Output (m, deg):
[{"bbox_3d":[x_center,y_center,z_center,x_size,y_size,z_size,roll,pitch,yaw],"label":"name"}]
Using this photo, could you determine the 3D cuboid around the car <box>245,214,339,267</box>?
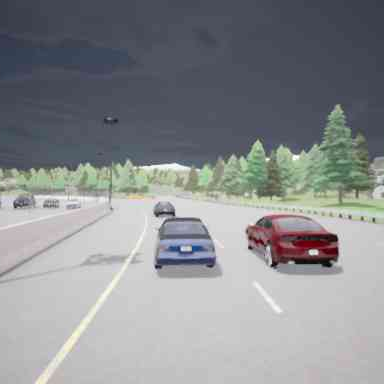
[{"bbox_3d":[3.152,1.487,11.465,1.882,1.535,5.008,0,0,-3],"label":"car"}]

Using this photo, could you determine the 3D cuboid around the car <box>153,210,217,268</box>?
[{"bbox_3d":[-0.312,1.565,11.358,2.033,1.411,5.357,0,0,-4],"label":"car"}]

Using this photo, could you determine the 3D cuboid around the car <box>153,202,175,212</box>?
[{"bbox_3d":[-2.749,1.619,32.540,1.994,1.385,4.181,0,0,-9],"label":"car"}]
